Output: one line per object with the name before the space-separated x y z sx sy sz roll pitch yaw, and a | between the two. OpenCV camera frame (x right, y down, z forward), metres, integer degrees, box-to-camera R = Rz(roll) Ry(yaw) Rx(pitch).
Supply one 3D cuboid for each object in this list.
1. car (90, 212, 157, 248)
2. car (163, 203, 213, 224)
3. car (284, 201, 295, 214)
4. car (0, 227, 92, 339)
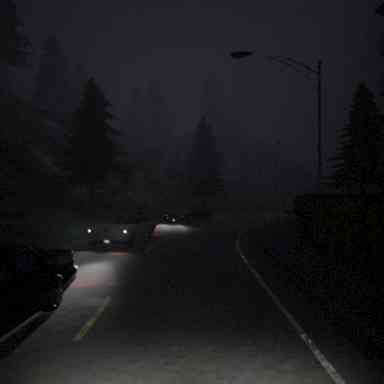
car | -3.009 1.601 15.034 1.895 1.301 4.718 0 0 8
car | -0.106 1.548 25.303 2.033 1.411 5.357 0 0 26
car | 11.622 1.478 34.438 5.008 1.535 1.882 0 0 -36
car | -3.522 1.547 5.038 2.033 1.411 5.357 0 0 3
